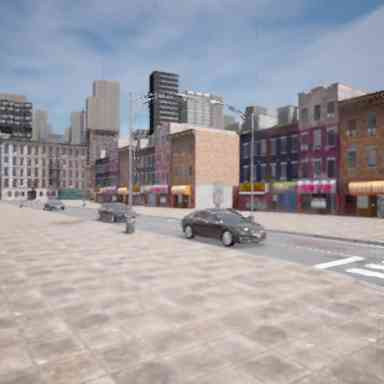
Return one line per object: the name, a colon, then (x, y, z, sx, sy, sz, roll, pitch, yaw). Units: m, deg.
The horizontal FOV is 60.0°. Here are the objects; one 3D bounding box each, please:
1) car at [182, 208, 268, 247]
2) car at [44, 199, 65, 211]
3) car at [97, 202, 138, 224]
car: (1.372, 1.574, 15.734, 1.837, 1.490, 4.892, 0, 0, -35)
car: (-18.062, 1.684, 43.548, 1.812, 1.442, 4.674, 0, 0, -35)
car: (-5.977, 1.595, 26.190, 1.837, 1.490, 4.892, 0, 0, -35)
